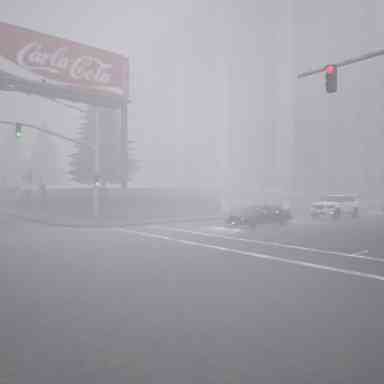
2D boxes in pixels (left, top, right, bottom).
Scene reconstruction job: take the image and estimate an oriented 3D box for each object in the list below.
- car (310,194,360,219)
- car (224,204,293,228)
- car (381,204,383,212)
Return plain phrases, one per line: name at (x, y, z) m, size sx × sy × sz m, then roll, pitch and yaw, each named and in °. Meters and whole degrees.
car at (12.519, 1.222, 28.960) m, size 5.566 × 2.045 × 2.150 m, roll 0°, pitch 0°, yaw -40°
car at (4.628, 1.547, 22.458) m, size 5.357 × 1.411 × 2.033 m, roll 0°, pitch 0°, yaw -39°
car at (23.226, 1.506, 37.752) m, size 4.892 × 1.490 × 1.837 m, roll 0°, pitch 0°, yaw -39°
